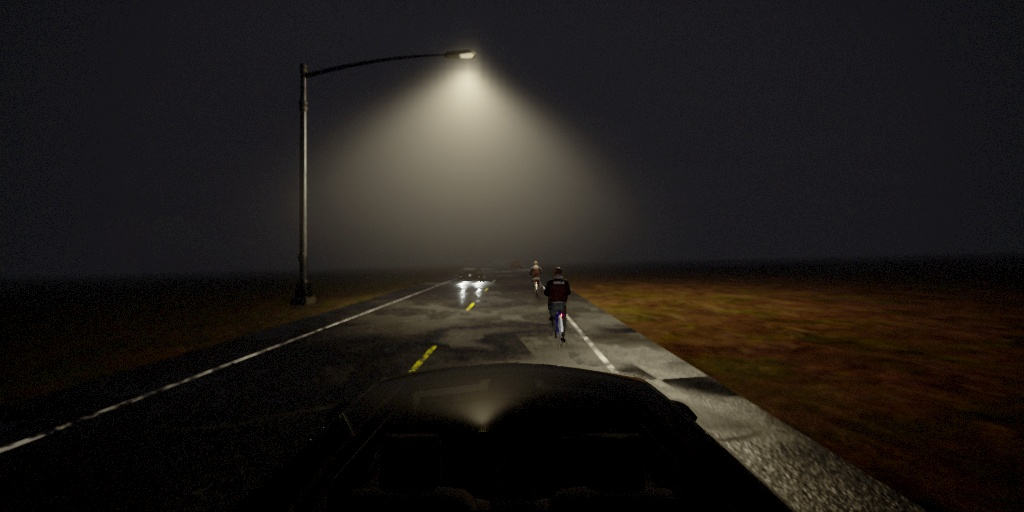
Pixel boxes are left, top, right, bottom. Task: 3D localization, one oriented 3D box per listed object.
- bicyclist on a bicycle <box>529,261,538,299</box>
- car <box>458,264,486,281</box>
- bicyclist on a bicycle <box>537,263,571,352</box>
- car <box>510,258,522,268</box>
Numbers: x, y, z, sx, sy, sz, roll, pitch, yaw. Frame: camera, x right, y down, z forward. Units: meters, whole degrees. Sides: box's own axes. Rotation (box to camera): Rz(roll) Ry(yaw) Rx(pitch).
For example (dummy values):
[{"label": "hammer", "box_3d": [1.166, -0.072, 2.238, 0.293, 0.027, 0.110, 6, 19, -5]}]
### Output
[{"label": "bicyclist on a bicycle", "box_3d": [1.129, 1.124, 17.053, 0.659, 1.776, 1.843, 0, 0, 1]}, {"label": "car", "box_3d": [-3.258, 1.321, 29.976, 1.994, 1.385, 4.181, 0, 0, 1]}, {"label": "bicyclist on a bicycle", "box_3d": [1.011, 1.122, 8.083, 0.659, 1.776, 1.843, 0, 0, 0]}, {"label": "car", "box_3d": [0.646, 1.261, 60.989, 1.882, 1.535, 5.008, 0, 0, 0]}]
